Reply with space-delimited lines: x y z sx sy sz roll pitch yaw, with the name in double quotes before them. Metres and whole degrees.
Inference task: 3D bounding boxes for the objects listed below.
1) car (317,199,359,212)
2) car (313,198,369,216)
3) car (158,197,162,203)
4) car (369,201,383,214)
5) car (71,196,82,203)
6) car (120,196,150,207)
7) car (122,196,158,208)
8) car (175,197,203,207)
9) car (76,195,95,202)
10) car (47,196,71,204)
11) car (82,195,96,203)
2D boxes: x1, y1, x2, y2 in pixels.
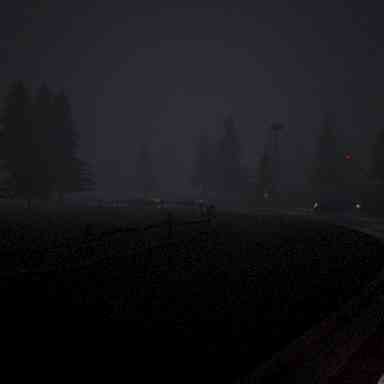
"car" 17.267 1.581 39.402 4.181 1.385 1.994 0 0 41
"car" 14.330 1.366 32.684 4.553 1.767 2.097 0 0 41
"car" -7.549 1.493 60.911 5.008 1.535 1.882 0 0 41
"car" 19.127 1.580 33.156 4.181 1.385 1.994 0 0 41
"car" -24.520 1.565 66.240 4.181 1.385 1.994 0 0 41
"car" -9.160 1.490 53.044 5.008 1.535 1.882 0 0 41
"car" -7.411 1.537 46.896 4.674 1.442 1.812 0 0 41
"car" -0.515 1.506 50.183 4.902 1.511 2.128 0 0 41
"car" -24.075 1.491 75.103 5.008 1.535 1.882 0 0 41
"car" -25.357 1.610 62.451 4.718 1.301 1.895 0 0 41
"car" -21.542 1.567 68.296 4.181 1.385 1.994 0 0 41
